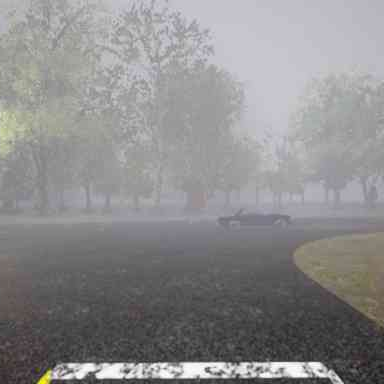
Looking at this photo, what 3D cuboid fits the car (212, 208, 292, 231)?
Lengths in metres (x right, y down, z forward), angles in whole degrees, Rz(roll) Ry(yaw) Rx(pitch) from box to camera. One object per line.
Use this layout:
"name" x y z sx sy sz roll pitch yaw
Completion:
"car" 3.748 1.678 20.948 4.718 1.301 1.895 -1 0 -8
